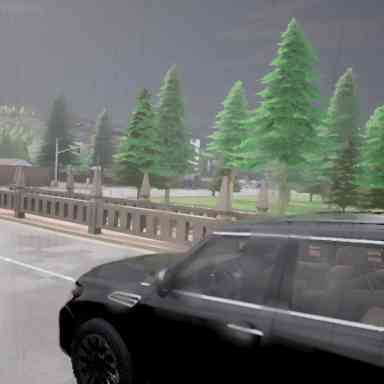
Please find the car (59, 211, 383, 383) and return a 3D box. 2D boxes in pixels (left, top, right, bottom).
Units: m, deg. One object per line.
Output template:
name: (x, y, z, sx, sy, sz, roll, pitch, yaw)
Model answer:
car: (1.076, 1.215, 3.221, 5.566, 2.045, 2.150, 0, 0, 35)
